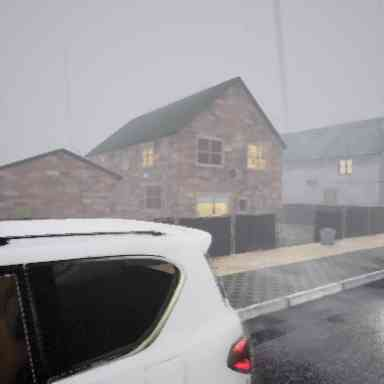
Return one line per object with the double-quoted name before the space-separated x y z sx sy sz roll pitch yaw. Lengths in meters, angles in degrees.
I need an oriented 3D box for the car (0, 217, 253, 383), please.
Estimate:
"car" -2.149 1.221 1.539 5.566 2.045 2.150 1 0 -35
